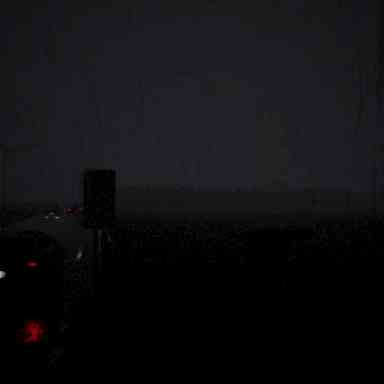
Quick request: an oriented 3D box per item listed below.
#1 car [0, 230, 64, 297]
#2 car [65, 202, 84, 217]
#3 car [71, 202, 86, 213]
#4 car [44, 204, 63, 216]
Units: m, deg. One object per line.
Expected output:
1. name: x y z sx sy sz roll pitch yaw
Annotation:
1. car: -4.558 1.692 8.734 1.994 1.385 4.181 0 -1 -17
2. car: -13.312 2.085 38.193 1.812 1.442 4.674 0 -1 -16
3. car: -16.313 2.223 48.051 1.812 1.442 4.674 0 -1 -17
4. car: -17.275 2.161 41.669 2.033 1.411 5.357 0 -1 -17
